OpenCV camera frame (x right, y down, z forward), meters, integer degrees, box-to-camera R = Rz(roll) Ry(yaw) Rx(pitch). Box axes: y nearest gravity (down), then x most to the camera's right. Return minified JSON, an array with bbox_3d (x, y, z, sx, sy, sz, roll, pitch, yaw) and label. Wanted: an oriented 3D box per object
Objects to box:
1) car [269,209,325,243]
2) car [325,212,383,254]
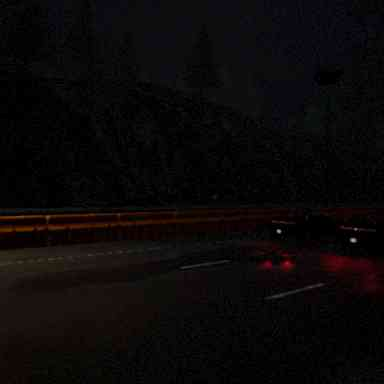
[{"bbox_3d":[5.984,1.629,16.801,4.902,1.511,2.128,1,0,-36],"label":"car"},{"bbox_3d":[8.051,1.629,13.977,4.902,1.511,2.128,1,0,-36],"label":"car"}]
